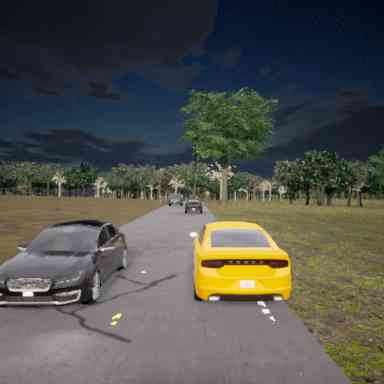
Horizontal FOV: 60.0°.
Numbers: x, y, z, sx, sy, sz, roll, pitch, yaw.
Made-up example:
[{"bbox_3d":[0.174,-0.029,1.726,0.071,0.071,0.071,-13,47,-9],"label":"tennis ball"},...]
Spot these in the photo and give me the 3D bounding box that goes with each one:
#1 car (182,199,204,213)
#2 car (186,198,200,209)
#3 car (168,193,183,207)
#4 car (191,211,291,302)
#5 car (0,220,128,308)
[{"bbox_3d":[0.180,1.475,35.861,1.837,1.490,4.892,0,0,0],"label":"car"},{"bbox_3d":[0.176,1.591,46.242,1.895,1.301,4.718,0,0,1],"label":"car"},{"bbox_3d":[-2.593,1.234,52.409,2.150,2.045,5.566,0,0,0],"label":"car"},{"bbox_3d":[0.986,1.476,8.364,1.882,1.535,5.008,0,0,0],"label":"car"},{"bbox_3d":[-2.828,1.503,8.176,1.837,1.490,4.892,0,0,0],"label":"car"}]
